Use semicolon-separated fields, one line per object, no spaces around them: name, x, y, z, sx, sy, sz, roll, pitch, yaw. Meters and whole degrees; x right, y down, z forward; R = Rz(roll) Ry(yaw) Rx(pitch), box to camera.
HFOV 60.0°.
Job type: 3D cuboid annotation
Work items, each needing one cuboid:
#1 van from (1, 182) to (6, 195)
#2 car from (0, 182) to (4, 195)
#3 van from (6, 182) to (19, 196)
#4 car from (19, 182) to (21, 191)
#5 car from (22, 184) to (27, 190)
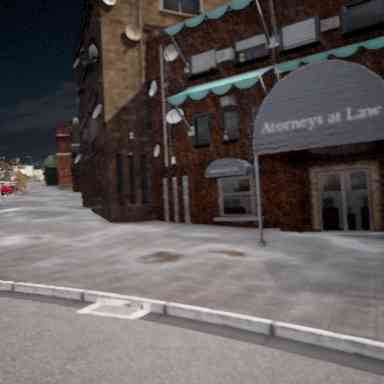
van;-28.909;-0.066;46.042;4.442;1.987;1.878;-3;4;-41
car;-26.656;0.205;40.420;5.566;2.045;2.435;-3;4;-41
van;-33.110;-0.677;57.558;4.442;1.987;1.878;-3;4;-41
car;-34.313;-0.722;60.306;4.553;1.767;2.185;-3;4;-41
car;-36.333;-0.909;66.135;5.366;1.575;1.946;-3;4;-41
